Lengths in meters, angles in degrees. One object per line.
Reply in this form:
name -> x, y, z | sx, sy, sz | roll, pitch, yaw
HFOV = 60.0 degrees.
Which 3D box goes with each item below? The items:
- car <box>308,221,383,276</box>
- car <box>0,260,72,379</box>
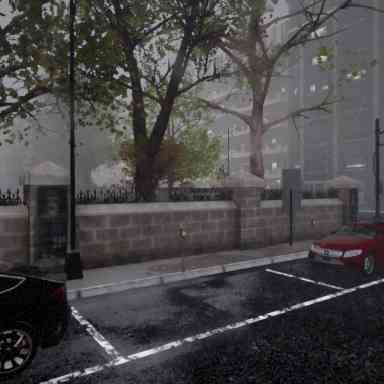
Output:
car -> 5.384, 1.581, 10.286 | 4.206, 1.307, 1.802 | 0, 0, -35
car -> -3.696, 1.566, 3.955 | 4.313, 1.339, 1.947 | 0, 0, -35
